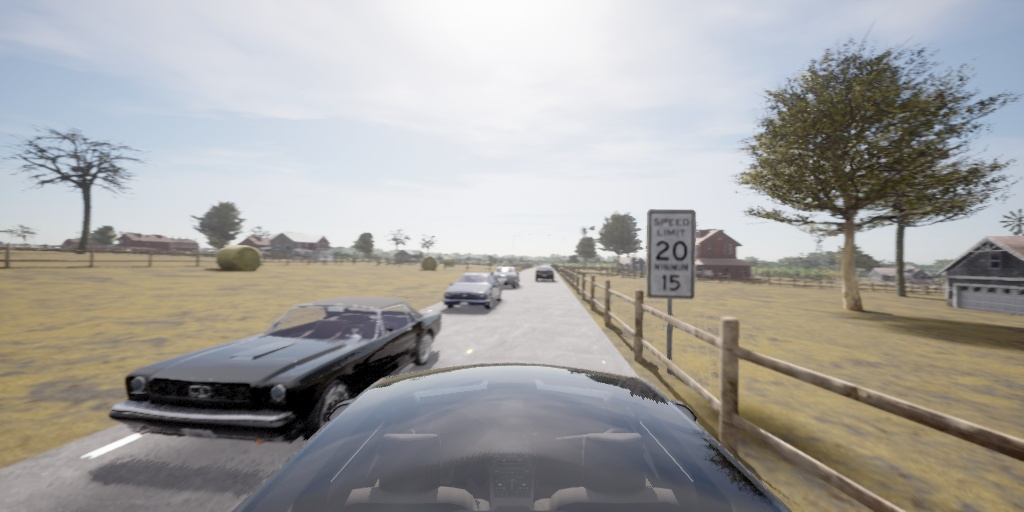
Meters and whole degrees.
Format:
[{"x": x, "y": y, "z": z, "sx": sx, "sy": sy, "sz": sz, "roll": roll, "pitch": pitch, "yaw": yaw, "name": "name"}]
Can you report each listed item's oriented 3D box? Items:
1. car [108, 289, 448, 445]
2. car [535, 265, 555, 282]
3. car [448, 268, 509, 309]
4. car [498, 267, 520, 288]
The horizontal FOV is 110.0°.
[{"x": -2.634, "y": 1.353, "z": 5.477, "sx": 1.895, "sy": 1.301, "sz": 4.718, "roll": 1, "pitch": -1, "yaw": 6, "name": "car"}, {"x": 3.379, "y": 1.761, "z": 36.776, "sx": 1.882, "sy": 1.535, "sz": 5.008, "roll": 1, "pitch": -1, "yaw": 6, "name": "car"}, {"x": -1.559, "y": 1.460, "z": 16.256, "sx": 2.033, "sy": 1.411, "sz": 5.357, "roll": 1, "pitch": -1, "yaw": 6, "name": "car"}, {"x": -0.470, "y": 1.572, "z": 27.212, "sx": 2.128, "sy": 1.511, "sz": 4.902, "roll": 1, "pitch": -1, "yaw": 6, "name": "car"}]
